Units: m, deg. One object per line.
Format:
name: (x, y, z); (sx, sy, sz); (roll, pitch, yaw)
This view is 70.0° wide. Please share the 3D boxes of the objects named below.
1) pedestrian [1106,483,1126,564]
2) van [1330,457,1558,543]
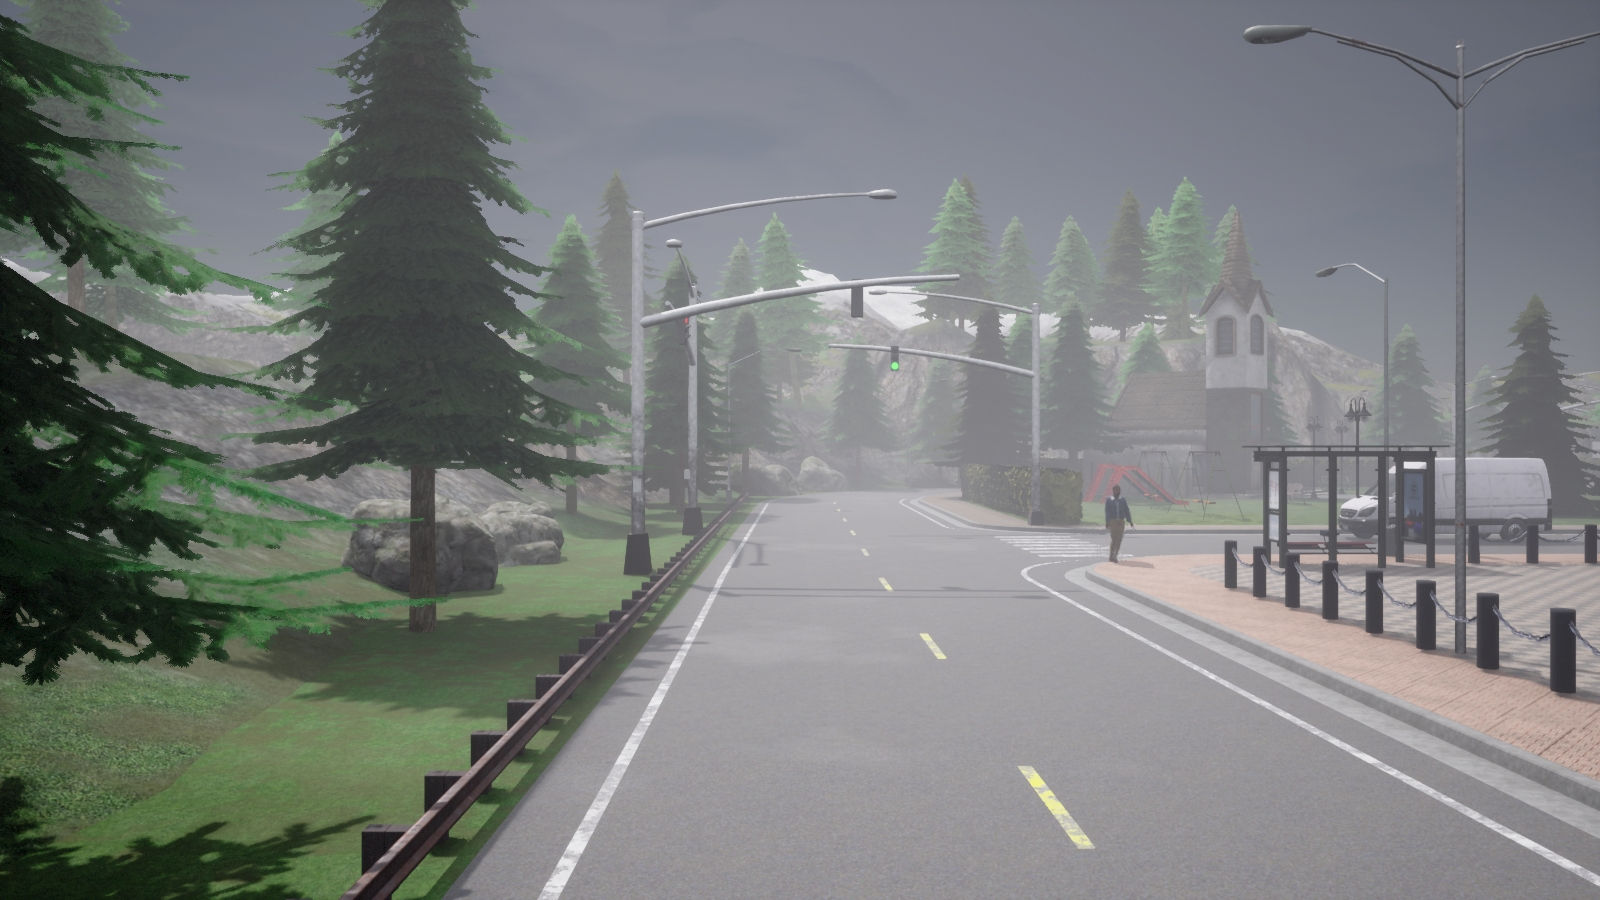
pedestrian: (7.307, 1.689, 26.422); (0.375, 1.860, 0.375); (0, 0, 0)
van: (19.746, 1.515, 35.223); (5.915, 2.561, 1.988); (0, 0, 0)
